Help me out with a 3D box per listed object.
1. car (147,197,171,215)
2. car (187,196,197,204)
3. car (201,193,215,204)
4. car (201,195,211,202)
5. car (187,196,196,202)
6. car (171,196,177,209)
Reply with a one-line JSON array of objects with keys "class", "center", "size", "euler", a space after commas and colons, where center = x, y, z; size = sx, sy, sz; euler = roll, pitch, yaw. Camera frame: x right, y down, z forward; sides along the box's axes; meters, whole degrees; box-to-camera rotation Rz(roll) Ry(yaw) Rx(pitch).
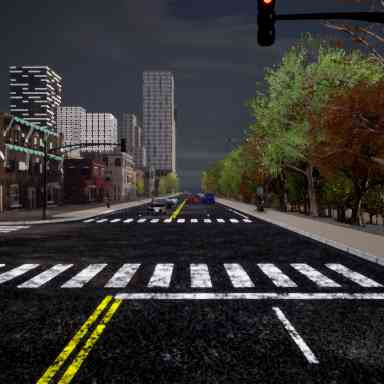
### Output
[{"class": "car", "center": [-3.474, 1.481, 34.041], "size": [2.128, 1.511, 4.902], "euler": [0, 0, -3]}, {"class": "car", "center": [-0.025, 1.540, 64.189], "size": [1.994, 1.385, 4.181], "euler": [0, 0, -1]}, {"class": "car", "center": [3.217, 1.197, 63.808], "size": [2.150, 2.045, 5.566], "euler": [0, 0, 0]}, {"class": "car", "center": [3.092, 1.448, 74.383], "size": [1.882, 1.535, 5.008], "euler": [0, 0, 0]}, {"class": "car", "center": [-0.152, 1.523, 74.141], "size": [1.994, 1.385, 4.181], "euler": [0, 0, 0]}, {"class": "car", "center": [-3.442, 1.586, 44.277], "size": [1.895, 1.301, 4.718], "euler": [0, 0, 0]}]
